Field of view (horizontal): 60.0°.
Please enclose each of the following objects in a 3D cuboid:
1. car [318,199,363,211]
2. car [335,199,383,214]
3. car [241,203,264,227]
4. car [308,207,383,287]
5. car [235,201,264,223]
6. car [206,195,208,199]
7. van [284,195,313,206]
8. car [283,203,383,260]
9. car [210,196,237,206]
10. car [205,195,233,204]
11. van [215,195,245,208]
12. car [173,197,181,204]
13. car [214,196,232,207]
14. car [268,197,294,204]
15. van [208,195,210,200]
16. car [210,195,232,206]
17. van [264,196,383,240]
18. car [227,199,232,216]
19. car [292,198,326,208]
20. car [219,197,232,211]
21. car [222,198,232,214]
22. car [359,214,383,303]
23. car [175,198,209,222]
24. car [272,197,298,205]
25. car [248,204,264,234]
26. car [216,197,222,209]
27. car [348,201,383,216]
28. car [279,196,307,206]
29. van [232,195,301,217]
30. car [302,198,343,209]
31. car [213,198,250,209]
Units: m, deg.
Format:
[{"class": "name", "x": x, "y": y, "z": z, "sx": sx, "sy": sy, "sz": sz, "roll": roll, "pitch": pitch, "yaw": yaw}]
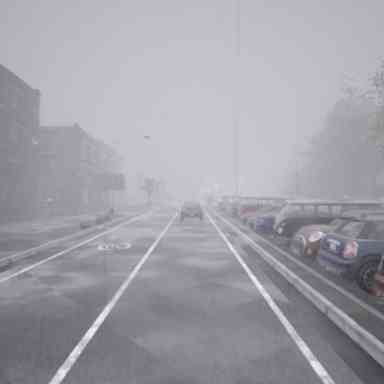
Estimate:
[{"class": "car", "x": 18.708, "y": 1.648, "z": 42.082, "sx": 4.792, "sy": 1.488, "sz": 2.163, "roll": 0, "pitch": 0, "yaw": 0}, {"class": "car", "x": 18.683, "y": 1.590, "z": 36.512, "sx": 5.008, "sy": 1.535, "sz": 2.097, "roll": 0, "pitch": 0, "yaw": 0}, {"class": "car", "x": 5.608, "y": 1.564, "z": 19.485, "sx": 4.792, "sy": 1.488, "sz": 2.163, "roll": 0, "pitch": 0, "yaw": 0}, {"class": "car", "x": 5.625, "y": 1.376, "z": 8.273, "sx": 4.553, "sy": 1.767, "sz": 2.185, "roll": 0, "pitch": 0, "yaw": 0}, {"class": "car", "x": 5.603, "y": 1.572, "z": 22.288, "sx": 4.792, "sy": 1.488, "sz": 2.163, "roll": 0, "pitch": 0, "yaw": 0}, {"class": "car", "x": 5.603, "y": 1.487, "z": 61.531, "sx": 5.566, "sy": 2.045, "sz": 2.435, "roll": 0, "pitch": 0, "yaw": 0}, {"class": "van", "x": 18.772, "y": 1.493, "z": 58.797, "sx": 4.442, "sy": 1.987, "sz": 1.878, "roll": 0, "pitch": 0, "yaw": 0}, {"class": "car", "x": 5.683, "y": 1.384, "z": 11.076, "sx": 4.553, "sy": 1.767, "sz": 2.185, "roll": 0, "pitch": 0, "yaw": 0}, {"class": "car", "x": 5.544, "y": 1.593, "z": 58.730, "sx": 4.553, "sy": 1.767, "sz": 2.185, "roll": 0, "pitch": 0, "yaw": 0}, {"class": "car", "x": 5.602, "y": 1.563, "z": 69.941, "sx": 5.566, "sy": 2.045, "sz": 2.435, "roll": 0, "pitch": -1, "yaw": 0}, {"class": "van", "x": 5.702, "y": 1.441, "z": 50.320, "sx": 4.442, "sy": 1.987, "sz": 1.878, "roll": 0, "pitch": 0, "yaw": 0}, {"class": "car", "x": -3.275, "y": 1.886, "z": 77.002, "sx": 2.128, "sy": 1.511, "sz": 4.902, "roll": 0, "pitch": -1, "yaw": 0}, {"class": "car", "x": 5.595, "y": 1.617, "z": 41.904, "sx": 4.892, "sy": 1.521, "sz": 2.231, "roll": 0, "pitch": 0, "yaw": 0}, {"class": "car", "x": 18.658, "y": 1.814, "z": 69.931, "sx": 5.008, "sy": 1.535, "sz": 2.097, "roll": 0, "pitch": -1, "yaw": 0}, {"class": "van", "x": 5.462, "y": 1.475, "z": 55.926, "sx": 4.442, "sy": 1.987, "sz": 1.878, "roll": 0, "pitch": 0, "yaw": 0}, {"class": "car", "x": 5.623, "y": 1.381, "z": 44.713, "sx": 5.566, "sy": 2.045, "sz": 2.435, "roll": 0, "pitch": 0, "yaw": 0}, {"class": "van", "x": 5.530, "y": 1.292, "z": 13.879, "sx": 4.442, "sy": 1.987, "sz": 1.878, "roll": 0, "pitch": 0, "yaw": 0}, {"class": "car", "x": 5.652, "y": 1.588, "z": 27.895, "sx": 4.792, "sy": 1.488, "sz": 2.163, "roll": 0, "pitch": 0, "yaw": 0}, {"class": "car", "x": 18.659, "y": 1.726, "z": 53.223, "sx": 4.674, "sy": 1.452, "sz": 2.002, "roll": 0, "pitch": 0, "yaw": 0}, {"class": "car", "x": 5.608, "y": 1.576, "z": 33.498, "sx": 5.008, "sy": 1.535, "sz": 2.097, "roll": 0, "pitch": 0, "yaw": 0}, {"class": "car", "x": 5.804, "y": 1.563, "z": 30.699, "sx": 5.366, "sy": 1.575, "sz": 1.946, "roll": 0, "pitch": 0, "yaw": 0}, {"class": "car", "x": 5.630, "y": 1.368, "z": 5.469, "sx": 4.553, "sy": 1.767, "sz": 2.185, "roll": 0, "pitch": 0, "yaw": 0}, {"class": "car", "x": -0.009, "y": 1.529, "z": 27.489, "sx": 2.128, "sy": 1.511, "sz": 4.902, "roll": 0, "pitch": 0, "yaw": 0}, {"class": "car", "x": 18.655, "y": 1.827, "z": 67.144, "sx": 4.674, "sy": 1.452, "sz": 2.002, "roll": 0, "pitch": -1, "yaw": 0}, {"class": "car", "x": 5.637, "y": 1.526, "z": 16.682, "sx": 5.008, "sy": 1.535, "sz": 2.097, "roll": 0, "pitch": 0, "yaw": 0}, {"class": "car", "x": 5.575, "y": 1.630, "z": 39.106, "sx": 4.792, "sy": 1.488, "sz": 2.163, "roll": 0, "pitch": 0, "yaw": 0}, {"class": "car", "x": 18.690, "y": 1.619, "z": 33.852, "sx": 4.674, "sy": 1.452, "sz": 2.002, "roll": 0, "pitch": 0, "yaw": 0}, {"class": "car", "x": 18.623, "y": 1.614, "z": 61.577, "sx": 4.553, "sy": 1.767, "sz": 2.185, "roll": 0, "pitch": 0, "yaw": 0}, {"class": "van", "x": 5.511, "y": 1.324, "z": 25.092, "sx": 4.442, "sy": 1.987, "sz": 1.878, "roll": 0, "pitch": 0, "yaw": 0}, {"class": "car", "x": 18.664, "y": 1.652, "z": 47.652, "sx": 5.008, "sy": 1.535, "sz": 2.097, "roll": 0, "pitch": 0, "yaw": 0}, {"class": "car", "x": 5.585, "y": 1.650, "z": 47.515, "sx": 5.008, "sy": 1.535, "sz": 2.097, "roll": 0, "pitch": 0, "yaw": 0}]
